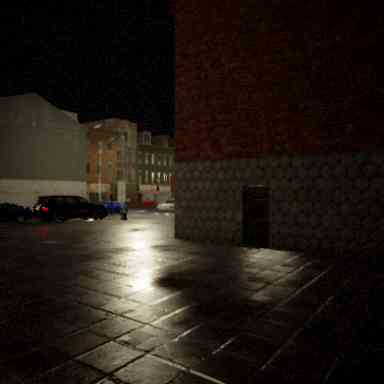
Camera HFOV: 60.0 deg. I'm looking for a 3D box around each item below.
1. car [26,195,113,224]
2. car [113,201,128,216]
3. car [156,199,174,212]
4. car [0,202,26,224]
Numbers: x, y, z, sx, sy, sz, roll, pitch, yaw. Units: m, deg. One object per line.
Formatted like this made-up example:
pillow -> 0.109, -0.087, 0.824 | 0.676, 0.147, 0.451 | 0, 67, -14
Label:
car -> -9.138, 1.274, 25.383 | 2.150, 2.045, 5.566 | 1, 0, 38
car -> -8.177, 1.569, 31.503 | 1.812, 1.442, 4.674 | 0, 0, 36
car -> -2.217, 1.586, 39.813 | 1.812, 1.442, 4.674 | 0, 0, 36
car -> -13.942, 1.508, 23.463 | 1.882, 1.535, 5.008 | 0, 0, 36
